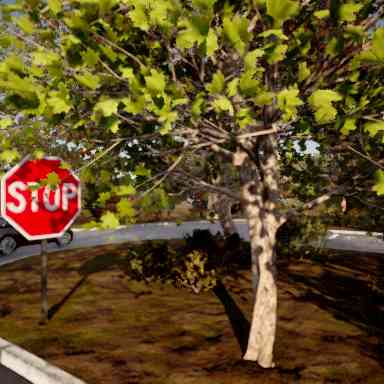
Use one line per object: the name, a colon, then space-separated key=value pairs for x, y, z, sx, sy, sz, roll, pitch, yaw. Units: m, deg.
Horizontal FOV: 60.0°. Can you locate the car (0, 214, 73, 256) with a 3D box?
car: x=-7.030 y=1.623 z=13.745 sx=2.128 sy=1.511 sz=4.902 roll=-1 pitch=-2 yaw=21
